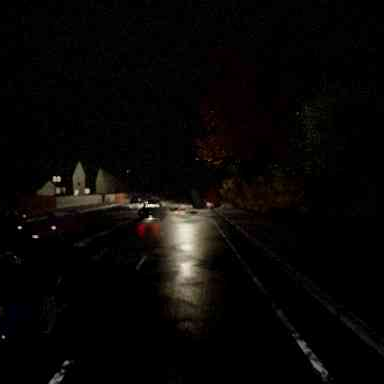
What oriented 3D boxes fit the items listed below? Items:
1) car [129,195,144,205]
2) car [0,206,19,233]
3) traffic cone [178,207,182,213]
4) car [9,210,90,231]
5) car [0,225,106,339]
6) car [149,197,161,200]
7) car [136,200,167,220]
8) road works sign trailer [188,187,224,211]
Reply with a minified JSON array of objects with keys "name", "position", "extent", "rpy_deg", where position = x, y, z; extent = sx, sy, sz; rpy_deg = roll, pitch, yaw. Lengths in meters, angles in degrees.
[{"name":"car","position":[-9.760,1.278,58.845],"extent":[2.097,1.767,4.553],"rpy_deg":[0,0,1]},{"name":"car","position":[-9.840,1.480,16.187],"extent":[2.128,1.511,4.902],"rpy_deg":[0,0,0]},{"name":"traffic cone","position":[-1.362,1.921,34.918],"extent":[0.340,0.580,0.340],"rpy_deg":[0,0,0]},{"name":"car","position":[-6.590,1.589,16.251],"extent":[1.895,1.301,4.718],"rpy_deg":[0,0,0]},{"name":"car","position":[-3.144,1.598,6.590],"extent":[1.895,1.301,4.718],"rpy_deg":[0,0,0]},{"name":"car","position":[-6.523,1.529,57.725],"extent":[1.895,1.301,4.718],"rpy_deg":[0,0,1]},{"name":"car","position":[-3.135,1.575,27.383],"extent":[1.895,1.301,4.718],"rpy_deg":[0,0,0]},{"name":"road works sign trailer","position":[1.031,0.917,35.809],"extent":[2.880,2.380,3.560],"rpy_deg":[-33,-24,34]}]
